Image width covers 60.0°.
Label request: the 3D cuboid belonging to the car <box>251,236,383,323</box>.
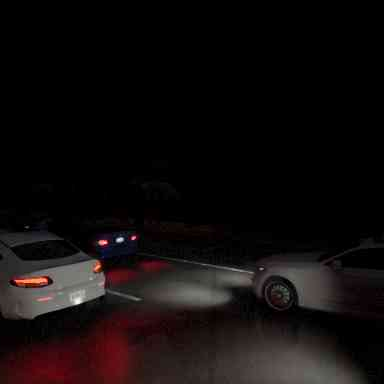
[{"bbox_3d":[3.356,1.525,5.898,4.674,1.442,1.812,0,0,36],"label":"car"}]

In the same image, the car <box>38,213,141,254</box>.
[{"bbox_3d":[-4.168,1.430,11.322,5.357,1.411,2.033,1,1,36],"label":"car"}]

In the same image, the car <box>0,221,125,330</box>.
[{"bbox_3d":[-3.696,1.455,6.663,4.674,1.442,1.812,1,1,36],"label":"car"}]
